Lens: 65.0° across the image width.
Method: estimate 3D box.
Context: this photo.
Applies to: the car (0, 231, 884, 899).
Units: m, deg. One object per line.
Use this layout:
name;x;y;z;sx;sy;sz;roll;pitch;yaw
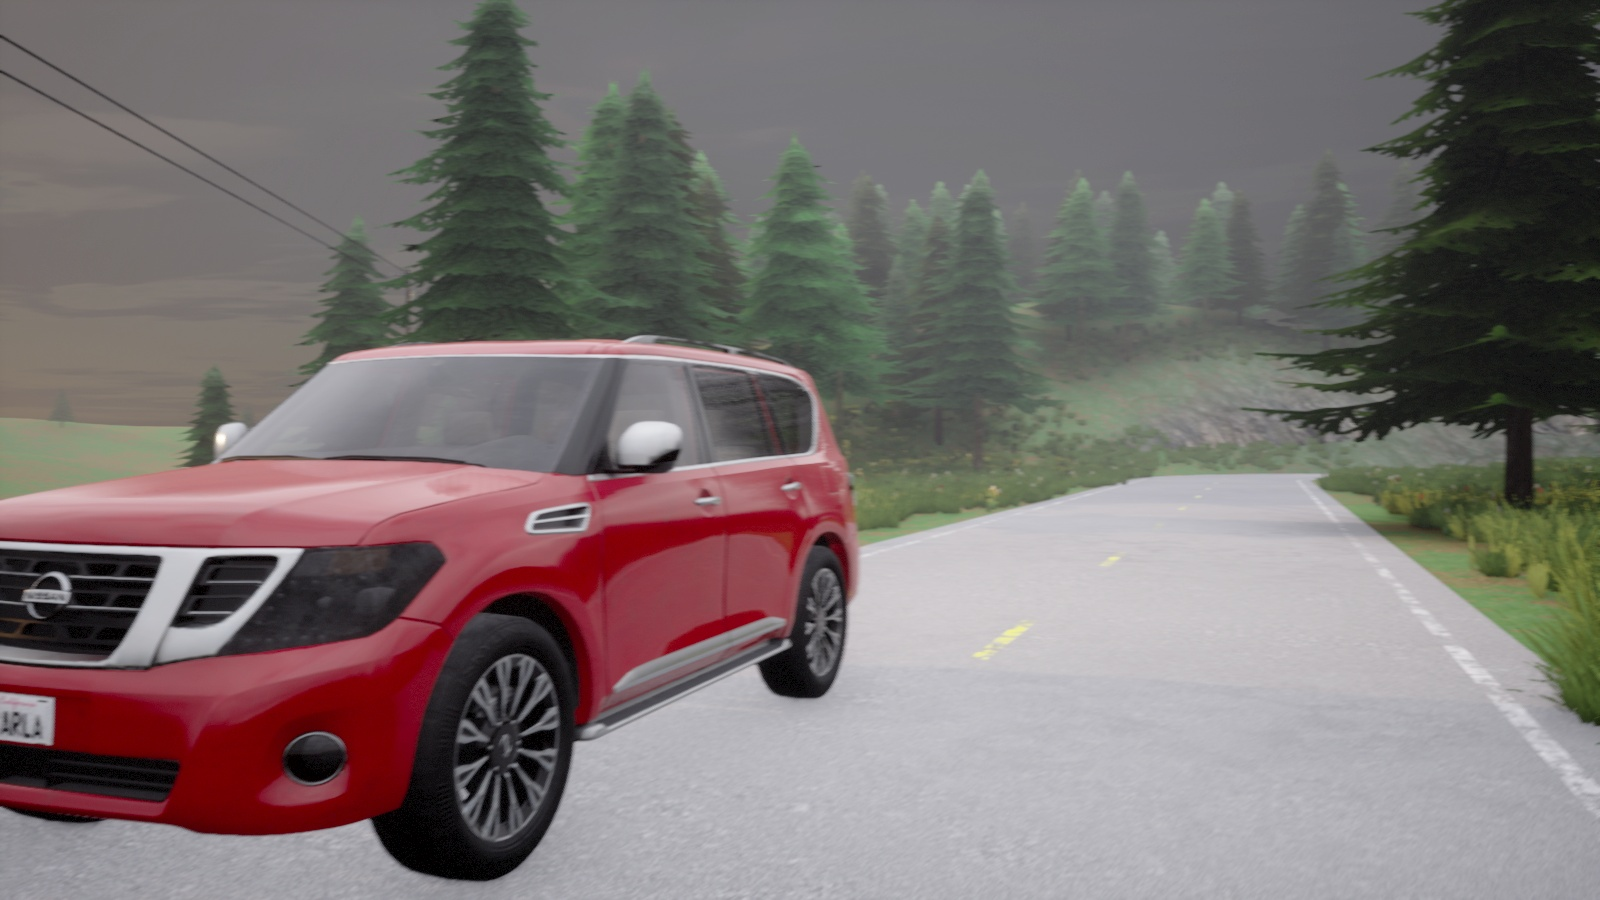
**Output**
car;-1.396;0.433;6.302;2.150;2.045;5.566;0;0;20
